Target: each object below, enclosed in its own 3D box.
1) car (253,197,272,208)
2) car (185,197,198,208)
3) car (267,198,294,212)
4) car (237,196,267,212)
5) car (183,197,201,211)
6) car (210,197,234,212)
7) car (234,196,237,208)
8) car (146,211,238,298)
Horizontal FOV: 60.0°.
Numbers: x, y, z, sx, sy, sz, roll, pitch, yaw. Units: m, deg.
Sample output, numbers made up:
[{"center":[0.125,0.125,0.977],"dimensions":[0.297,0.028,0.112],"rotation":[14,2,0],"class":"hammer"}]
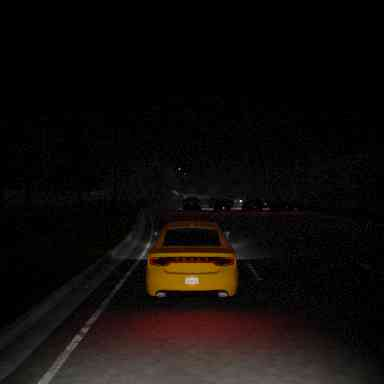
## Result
[{"center":[10.494,1.526,49.607],"dimensions":[1.812,1.442,4.674],"rotation":[0,0,0],"class":"car"},{"center":[-0.006,1.505,49.606],"dimensions":[1.837,1.490,4.892],"rotation":[0,0,0],"class":"car"},{"center":[10.495,1.478,39.188],"dimensions":[1.882,1.535,5.008],"rotation":[0,0,0],"class":"car"},{"center":[6.995,1.491,39.187],"dimensions":[2.128,1.511,4.902],"rotation":[0,0,0],"class":"car"},{"center":[-0.005,1.352,39.573],"dimensions":[2.097,1.767,4.553],"rotation":[0,0,0],"class":"car"},{"center":[3.495,1.505,39.187],"dimensions":[1.837,1.490,4.892],"rotation":[0,0,0],"class":"car"},{"center":[6.994,1.352,49.577],"dimensions":[2.097,1.767,4.553],"rotation":[0,0,0],"class":"car"},{"center":[-0.001,1.478,8.578],"dimensions":[1.882,1.535,5.008],"rotation":[0,0,0],"class":"car"}]
